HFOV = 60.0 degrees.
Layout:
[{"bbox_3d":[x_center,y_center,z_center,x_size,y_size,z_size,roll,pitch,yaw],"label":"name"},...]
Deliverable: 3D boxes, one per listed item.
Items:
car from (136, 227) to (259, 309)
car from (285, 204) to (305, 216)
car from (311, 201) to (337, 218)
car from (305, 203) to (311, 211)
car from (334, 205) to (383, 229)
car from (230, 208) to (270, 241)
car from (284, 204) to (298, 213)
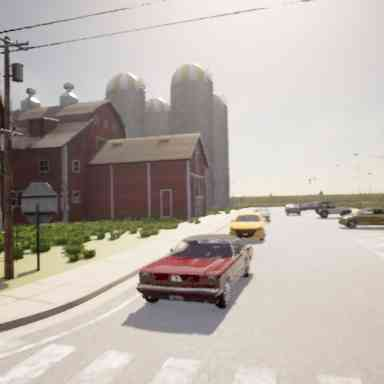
[{"bbox_3d":[0.386,1.853,8.747,1.895,1.301,4.718,-2,-2,19],"label":"car"},{"bbox_3d":[14.128,2.467,46.351,2.128,1.511,4.902,-2,-2,15],"label":"car"},{"bbox_3d":[15.959,1.994,37.618,3.866,1.878,1.905,-2,-2,15],"label":"car"},{"bbox_3d":[22.187,2.669,61.000,4.611,1.667,2.242,-2,-2,15],"label":"car"},{"bbox_3d":[13.046,1.885,24.441,4.193,1.474,1.816,-2,-2,15],"label":"car"},{"bbox_3d":[3.441,1.972,19.943,1.882,1.535,5.008,-2,-1,15],"label":"car"},{"bbox_3d":[16.734,2.742,56.374,2.033,1.411,5.357,-2,-2,15],"label":"car"}]
